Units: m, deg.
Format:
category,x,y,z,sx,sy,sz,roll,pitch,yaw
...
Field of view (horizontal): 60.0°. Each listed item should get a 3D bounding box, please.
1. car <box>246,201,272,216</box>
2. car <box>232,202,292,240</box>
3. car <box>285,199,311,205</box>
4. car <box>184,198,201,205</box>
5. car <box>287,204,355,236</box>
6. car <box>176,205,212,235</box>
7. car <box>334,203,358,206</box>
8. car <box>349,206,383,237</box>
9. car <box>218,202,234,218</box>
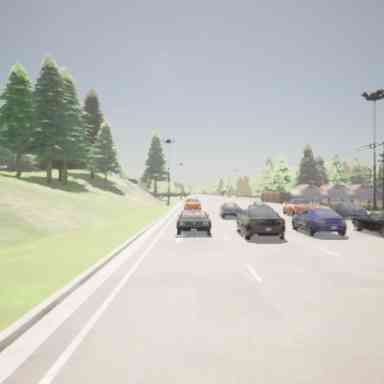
category,x,y,z,sx,sy,sz,roll,pitch,yaw
car,7.071,1.712,35.585,1.994,1.385,4.181,0,0,0
car,3.514,1.551,17.639,1.882,1.535,5.008,0,0,0
car,10.560,1.489,33.403,2.097,1.767,4.553,0,0,0
car,0.093,1.522,40.973,2.097,1.767,4.553,0,0,0
car,7.023,1.603,18.690,1.812,1.442,4.674,0,0,1
car,0.103,1.682,19.353,1.895,1.301,4.718,0,0,0
car,14.041,1.675,30.683,2.033,1.411,5.357,0,0,1
car,10.513,1.675,17.935,1.895,1.301,4.718,0,0,0
car,3.545,1.677,31.155,2.033,1.411,5.357,0,0,1
